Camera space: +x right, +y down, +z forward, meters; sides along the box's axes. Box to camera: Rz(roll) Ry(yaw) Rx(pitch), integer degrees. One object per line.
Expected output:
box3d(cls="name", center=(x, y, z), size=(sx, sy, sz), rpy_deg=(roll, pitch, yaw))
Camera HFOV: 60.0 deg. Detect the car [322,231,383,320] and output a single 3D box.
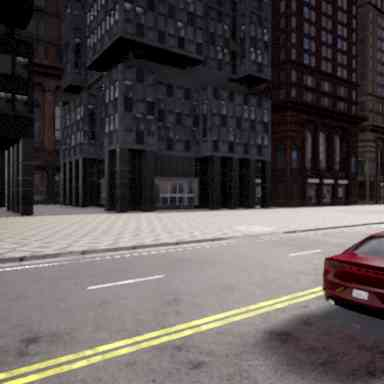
box3d(cls="car", center=(4.742, 1.520, 6.824), size=(5.008, 1.535, 1.882), rpy_deg=(0, 0, -35))
